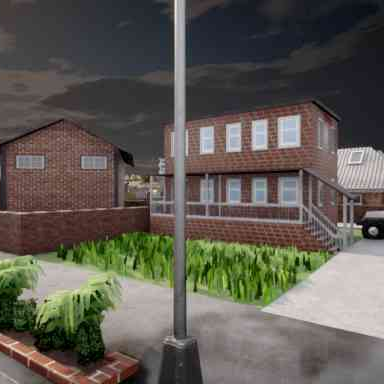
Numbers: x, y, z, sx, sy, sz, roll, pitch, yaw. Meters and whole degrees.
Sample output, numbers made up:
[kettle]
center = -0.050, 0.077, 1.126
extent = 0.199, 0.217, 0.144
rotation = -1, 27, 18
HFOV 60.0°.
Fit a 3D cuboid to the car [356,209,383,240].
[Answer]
[car]
center = 8.470, 0.973, 12.606
extent = 3.866, 1.878, 1.905
rotation = 0, 0, 36
